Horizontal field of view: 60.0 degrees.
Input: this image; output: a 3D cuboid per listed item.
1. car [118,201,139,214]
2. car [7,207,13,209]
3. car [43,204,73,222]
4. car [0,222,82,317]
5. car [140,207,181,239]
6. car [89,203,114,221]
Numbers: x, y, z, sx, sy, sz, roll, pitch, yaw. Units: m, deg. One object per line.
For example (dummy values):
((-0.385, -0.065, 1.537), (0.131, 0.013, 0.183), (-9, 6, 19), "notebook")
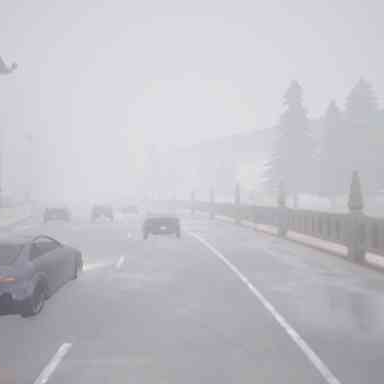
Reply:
((-7.371, 1.782, 38.513), (1.812, 1.442, 4.674), (0, 0, -21), "car")
((-27.270, 1.643, 48.463), (2.150, 2.045, 5.566), (0, 1, -26), "car")
((-11.095, 1.698, 27.717), (1.882, 1.535, 5.008), (0, 0, -16), "car")
((-3.896, 1.630, 7.517), (1.994, 1.385, 4.181), (0, 0, -4), "car")
((-1.796, 1.590, 18.390), (1.882, 1.535, 5.008), (0, 0, -10), "car")
((-8.002, 1.717, 29.590), (1.837, 1.490, 4.892), (0, 0, -16), "car")
